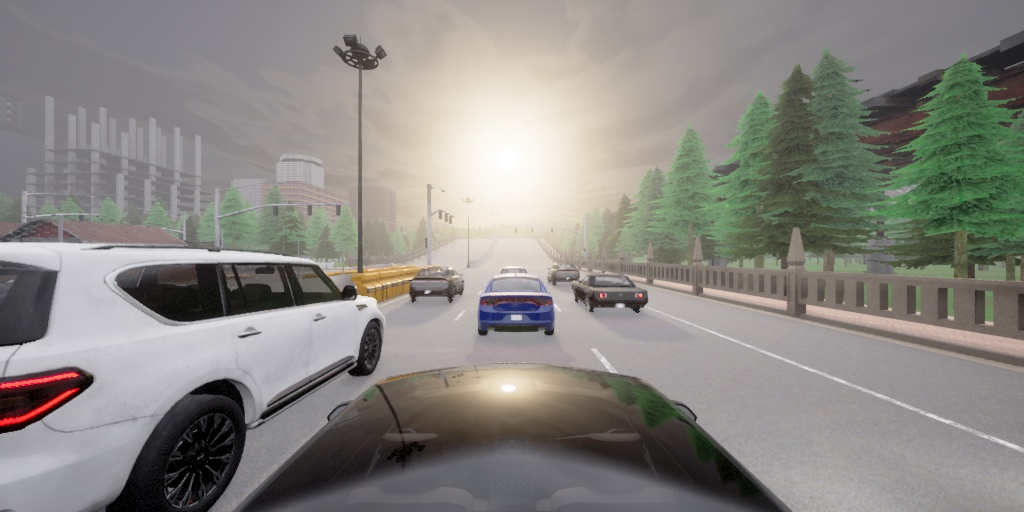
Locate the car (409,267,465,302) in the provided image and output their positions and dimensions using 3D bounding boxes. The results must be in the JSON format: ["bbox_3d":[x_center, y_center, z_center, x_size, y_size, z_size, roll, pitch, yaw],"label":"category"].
[{"bbox_3d":[-3.395,1.242,16.860,2.128,1.511,4.902,0,0,0],"label":"car"}]

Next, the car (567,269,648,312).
[{"bbox_3d":[3.603,1.351,14.141,1.895,1.301,4.718,0,0,0],"label":"car"}]

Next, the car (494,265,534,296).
[{"bbox_3d":[0.106,1.297,20.568,2.033,1.411,5.357,0,0,0],"label":"car"}]

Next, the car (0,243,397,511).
[{"bbox_3d":[-3.402,0.963,4.279,2.150,2.045,5.566,0,-1,0],"label":"car"}]

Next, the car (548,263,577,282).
[{"bbox_3d":[3.609,1.241,25.520,2.128,1.511,4.902,0,0,0],"label":"car"}]

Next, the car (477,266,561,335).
[{"bbox_3d":[0.100,1.228,10.497,1.882,1.535,5.008,0,0,0],"label":"car"}]
